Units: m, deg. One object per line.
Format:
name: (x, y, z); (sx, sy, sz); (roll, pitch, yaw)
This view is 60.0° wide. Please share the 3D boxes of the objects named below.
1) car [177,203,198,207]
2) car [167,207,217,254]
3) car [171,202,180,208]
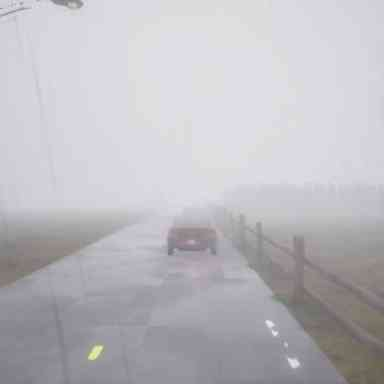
car: (0.012, 1.923, 28.561); (1.994, 1.385, 4.181); (0, -1, 0)
car: (0.024, 1.637, 14.259); (1.882, 1.535, 5.008); (0, 0, 1)
car: (-2.805, 2.575, 63.540); (1.994, 1.385, 4.181); (0, -1, 1)
